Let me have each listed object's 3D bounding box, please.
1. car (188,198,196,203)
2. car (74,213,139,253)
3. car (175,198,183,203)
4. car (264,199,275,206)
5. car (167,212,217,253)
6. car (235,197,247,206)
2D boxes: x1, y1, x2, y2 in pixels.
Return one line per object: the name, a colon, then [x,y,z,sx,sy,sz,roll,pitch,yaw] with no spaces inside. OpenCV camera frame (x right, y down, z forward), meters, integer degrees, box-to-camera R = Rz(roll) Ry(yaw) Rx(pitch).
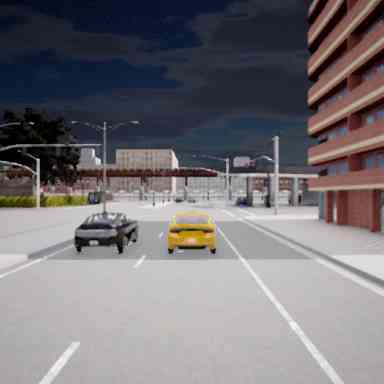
car: [-0.012,2.368,89.532,1.994,1.385,4.181,0,-1,0]
car: [-3.500,1.625,14.290,2.128,1.511,4.902,0,0,0]
car: [-3.512,2.317,89.532,1.837,1.490,4.892,0,-1,0]
car: [15.446,2.062,65.623,1.970,1.475,3.806,0,-1,0]
car: [0.003,1.612,14.475,1.882,1.535,5.008,0,0,0]
car: [9.701,1.894,64.862,2.242,1.667,4.611,0,-1,0]
